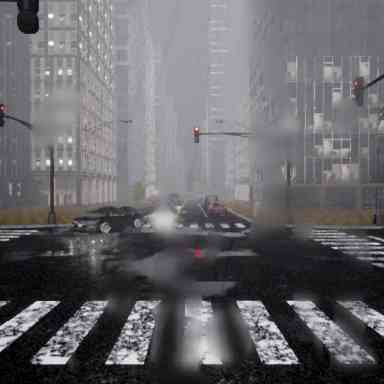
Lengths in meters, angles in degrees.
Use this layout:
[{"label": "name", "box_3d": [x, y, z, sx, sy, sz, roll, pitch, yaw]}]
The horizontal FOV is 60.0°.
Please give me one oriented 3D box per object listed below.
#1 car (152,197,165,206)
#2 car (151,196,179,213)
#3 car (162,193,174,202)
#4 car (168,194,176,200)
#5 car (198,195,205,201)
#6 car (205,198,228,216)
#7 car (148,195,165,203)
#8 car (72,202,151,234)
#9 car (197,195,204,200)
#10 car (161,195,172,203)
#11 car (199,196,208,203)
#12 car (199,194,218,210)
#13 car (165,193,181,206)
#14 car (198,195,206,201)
[{"label": "car", "box_3d": [-5.428, 1.558, 54.221, 1.802, 1.307, 4.206, -1, 0, 0]}, {"label": "car", "box_3d": [-2.918, 1.477, 36.931, 2.128, 1.511, 4.902, 0, 0, 0]}, {"label": "car", "box_3d": [-5.473, 1.274, 76.319, 2.192, 1.841, 5.009, -1, 0, 0]}, {"label": "car", "box_3d": [-5.502, 1.385, 92.893, 1.967, 1.590, 4.097, -1, 0, 0]}, {"label": "car", "box_3d": [2.389, 1.475, 87.578, 1.752, 1.417, 4.829, -1, 0, 0]}, {"label": "car", "box_3d": [2.461, 1.570, 32.163, 1.802, 1.307, 4.206, -1, 0, 0]}, {"label": "car", "box_3d": [-5.419, 1.419, 48.697, 1.967, 1.590, 4.097, -1, 0, 0]}, {"label": "car", "box_3d": [-4.698, 1.498, 19.320, 1.837, 1.490, 4.892, 2, 0, 26]}, {"label": "car", "box_3d": [2.379, 1.489, 92.933, 1.887, 1.381, 4.507, -1, 0, 0]}, {"label": "car", "box_3d": [-5.461, 1.404, 70.795, 1.967, 1.590, 4.097, -1, 0, 0]}, {"label": "car", "box_3d": [2.421, 1.508, 70.834, 1.887, 1.381, 4.507, -1, 0, 0]}, {"label": "car", "box_3d": [2.457, 1.297, 43.212, 2.192, 1.841, 5.009, -1, 0, 0]}, {"label": "car", "box_3d": [-2.933, 1.194, 54.270, 2.150, 2.045, 5.566, 0, 0, 0]}, {"label": "car", "box_3d": [2.401, 1.536, 81.884, 1.802, 1.307, 4.206, -1, 0, 0]}]
